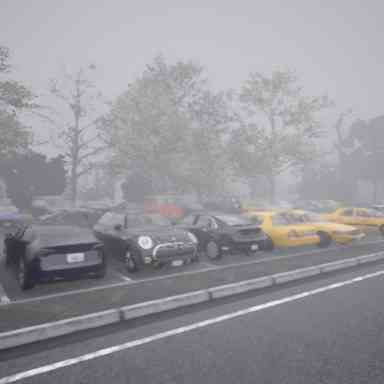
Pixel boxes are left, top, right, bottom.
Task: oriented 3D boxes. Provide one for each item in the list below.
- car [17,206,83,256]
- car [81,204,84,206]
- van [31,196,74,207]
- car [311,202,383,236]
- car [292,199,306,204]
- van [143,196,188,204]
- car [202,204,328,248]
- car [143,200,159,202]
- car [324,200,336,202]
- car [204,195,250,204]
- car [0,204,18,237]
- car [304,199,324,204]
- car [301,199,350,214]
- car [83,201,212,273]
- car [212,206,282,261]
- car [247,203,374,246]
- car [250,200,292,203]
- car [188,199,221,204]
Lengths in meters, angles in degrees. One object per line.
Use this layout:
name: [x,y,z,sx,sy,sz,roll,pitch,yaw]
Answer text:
car: [-4.555,1.511,14.330,4.892,1.490,1.837,0,0,-35]
car: [-6.931,1.520,23.268,2.163,1.488,4.792,0,0,-35]
van: [-9.097,1.260,21.566,1.878,1.987,4.442,0,0,-36]
car: [9.763,1.561,18.795,1.946,1.575,5.366,1,0,-35]
car: [8.909,1.672,34.439,2.002,1.452,4.674,1,0,-35]
van: [-2.564,1.293,26.466,1.878,1.987,4.442,0,0,-35]
car: [2.752,1.501,14.288,1.946,1.575,5.366,0,0,-35]
car: [-4.776,1.531,24.793,2.163,1.488,4.792,0,0,-35]
car: [13.311,1.551,37.596,2.185,1.767,4.553,1,0,-35]
car: [2.111,1.312,29.666,2.435,2.045,5.566,1,0,-35]
car: [-11.437,1.484,20.050,2.097,1.535,5.008,0,0,-35]
car: [11.186,1.684,36.018,2.163,1.488,4.792,1,0,-35]
car: [15.594,1.699,39.167,2.097,1.535,5.008,1,0,-35]
car: [-1.686,1.362,10.958,2.185,1.767,4.553,0,0,-35]
car: [0.604,1.494,12.533,2.231,1.521,4.892,0,0,-35]
car: [5.132,1.517,15.518,1.946,1.575,5.366,1,0,-35]
car: [6.754,1.606,32.690,1.946,1.575,5.366,1,0,-35]
car: [-0.119,1.570,28.018,2.163,1.488,4.792,1,0,-35]
